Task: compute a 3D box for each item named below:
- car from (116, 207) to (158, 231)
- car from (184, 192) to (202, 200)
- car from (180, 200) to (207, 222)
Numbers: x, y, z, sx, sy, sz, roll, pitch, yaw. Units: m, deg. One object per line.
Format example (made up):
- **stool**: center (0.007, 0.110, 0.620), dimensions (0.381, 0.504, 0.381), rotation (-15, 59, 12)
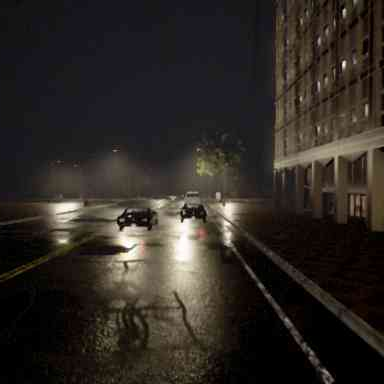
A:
- **car**: center (-3.150, 1.523, 20.173), dimensions (1.895, 1.301, 4.718), rotation (0, 0, 0)
- **car**: center (0.100, 1.037, 43.241), dimensions (2.150, 2.045, 5.566), rotation (0, 0, 0)
- **car**: center (0.099, 1.501, 25.312), dimensions (1.895, 1.301, 4.718), rotation (0, 0, 0)
